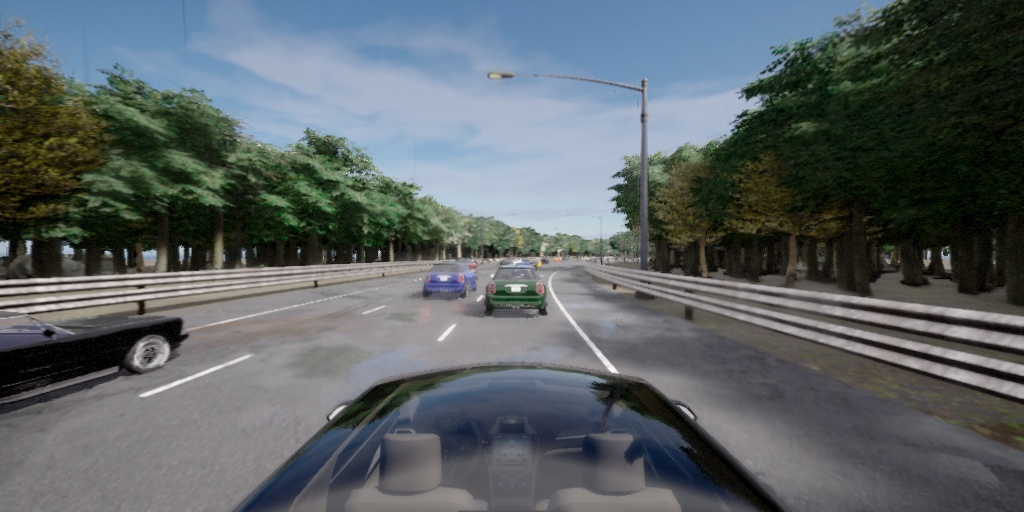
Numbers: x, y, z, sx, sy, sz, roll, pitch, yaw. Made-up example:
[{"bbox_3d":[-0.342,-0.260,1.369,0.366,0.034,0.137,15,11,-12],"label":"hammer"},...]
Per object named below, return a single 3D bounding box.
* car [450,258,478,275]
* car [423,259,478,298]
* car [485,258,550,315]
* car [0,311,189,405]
[{"bbox_3d":[-5.246,1.100,40.016,2.097,1.767,4.553,0,0,5],"label":"car"},{"bbox_3d":[-3.072,1.102,18.792,2.097,1.767,4.553,0,0,2],"label":"car"},{"bbox_3d":[0.191,1.105,13.790,2.097,1.767,4.553,0,0,2],"label":"car"},{"bbox_3d":[-7.031,1.338,4.562,1.895,1.301,4.718,0,0,1],"label":"car"}]
